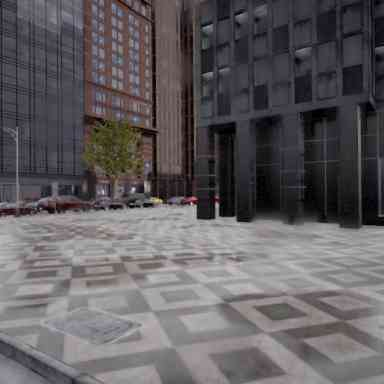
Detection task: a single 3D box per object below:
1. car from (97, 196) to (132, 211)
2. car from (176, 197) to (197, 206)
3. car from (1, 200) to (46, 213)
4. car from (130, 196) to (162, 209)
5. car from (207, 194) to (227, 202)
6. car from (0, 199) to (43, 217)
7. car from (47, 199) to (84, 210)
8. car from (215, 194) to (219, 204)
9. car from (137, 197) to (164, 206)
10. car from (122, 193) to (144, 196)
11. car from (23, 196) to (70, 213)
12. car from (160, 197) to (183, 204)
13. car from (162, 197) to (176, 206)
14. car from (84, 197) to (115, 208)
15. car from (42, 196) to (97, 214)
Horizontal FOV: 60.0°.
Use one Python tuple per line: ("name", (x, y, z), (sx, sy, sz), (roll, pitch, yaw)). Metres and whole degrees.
("car", (-9.648, 1.526, 39.152), (1.947, 1.339, 4.313), (-1, 0, 35))
("car", (-0.025, 1.463, 53.064), (1.887, 1.381, 4.507), (-1, 0, 35))
("car", (-19.864, 1.644, 39.366), (1.947, 1.339, 4.313), (-1, 0, 35))
("car", (-6.440, 1.510, 43.788), (1.947, 1.339, 4.313), (-1, 0, 35))
("car", (5.799, 1.297, 76.472), (2.192, 1.841, 5.009), (-1, 0, 35))
("car", (-16.063, 1.578, 29.876), (1.802, 1.307, 4.206), (-1, 0, 35))
("car", (-16.656, 1.643, 44.004), (1.802, 1.307, 4.206), (-1, 0, 35))
("car", (3.181, 1.223, 57.703), (2.192, 1.841, 5.009), (-1, 0, 35))
("car", (-7.129, 1.546, 57.778), (1.752, 1.417, 4.829), (-1, 0, 35))
("car", (-9.339, 1.228, 49.723), (2.150, 2.045, 5.566), (-1, -1, 35))
("car", (-16.879, 1.394, 38.843), (2.097, 1.767, 4.553), (-1, 0, 35))
("car", (-3.824, 1.576, 62.557), (1.947, 1.339, 4.313), (-1, 0, 35))
("car", (-2.033, 1.497, 54.758), (2.033, 1.411, 5.357), (-1, 0, 35))
("car", (-13.450, 1.486, 48.642), (1.967, 1.590, 4.097), (-1, 0, 35))
("car", (-12.857, 1.291, 34.515), (2.192, 1.841, 5.009), (-1, 0, 35))
